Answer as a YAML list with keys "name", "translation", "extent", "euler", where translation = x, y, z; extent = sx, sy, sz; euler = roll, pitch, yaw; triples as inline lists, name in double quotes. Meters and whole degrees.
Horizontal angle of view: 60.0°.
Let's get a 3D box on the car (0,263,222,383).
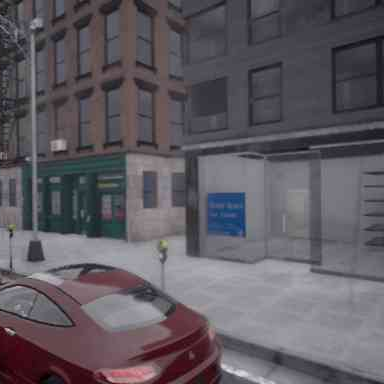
- name: "car"
  translation: [-1.606, 1.599, 4.239]
  extent: [4.206, 1.307, 1.802]
  euler: [-1, 0, 38]
